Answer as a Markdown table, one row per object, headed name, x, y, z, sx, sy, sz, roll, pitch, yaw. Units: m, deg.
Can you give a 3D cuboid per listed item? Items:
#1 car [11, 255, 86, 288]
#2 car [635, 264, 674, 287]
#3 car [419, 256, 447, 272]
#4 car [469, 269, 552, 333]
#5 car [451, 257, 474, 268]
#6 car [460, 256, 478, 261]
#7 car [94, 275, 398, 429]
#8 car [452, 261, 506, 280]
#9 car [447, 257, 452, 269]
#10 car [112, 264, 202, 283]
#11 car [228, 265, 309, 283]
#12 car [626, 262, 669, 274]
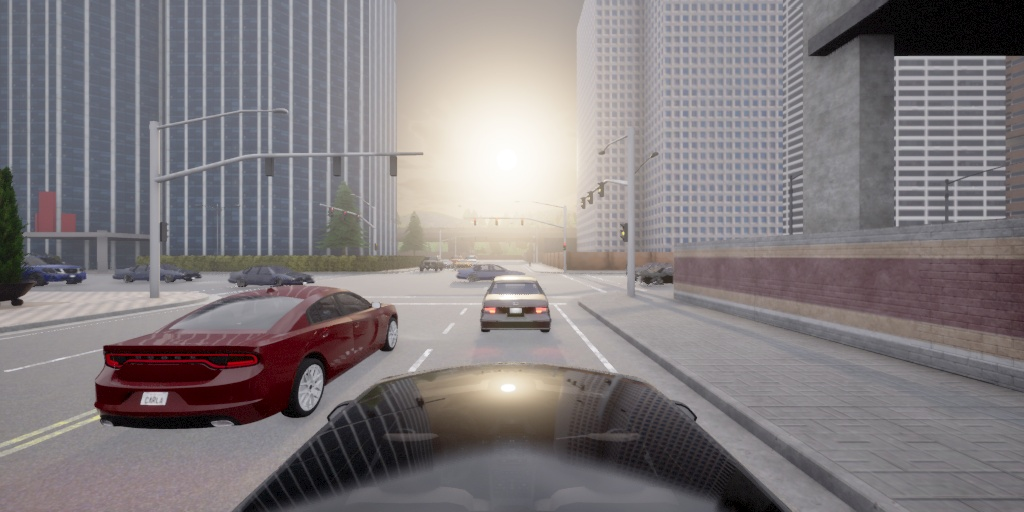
| name | x | y | z | sx | sy | sz | roll | pitch | yaw |
| --- | --- | --- | --- | --- | --- | --- | --- | --- | --- |
| car | -31.720 | 0.971 | 23.603 | 5.566 | 2.045 | 2.150 | 0 | 0 | 0 |
| car | 10.732 | 1.351 | 24.050 | 4.718 | 1.301 | 1.895 | 0 | 0 | 0 |
| car | -10.569 | 0.972 | 47.353 | 2.150 | 2.045 | 5.566 | 0 | 0 | 0 |
| car | 0.090 | 1.297 | 10.757 | 2.033 | 1.411 | 5.357 | 0 | 0 | 0 |
| car | -7.063 | 1.227 | 51.959 | 1.882 | 1.535 | 5.008 | 0 | 0 | 0 |
| car | -7.031 | 0.971 | 61.800 | 2.150 | 2.045 | 5.566 | 0 | 0 | 0 |
| car | -3.440 | 1.228 | 5.945 | 1.882 | 1.535 | 5.008 | 0 | 0 | 0 |
| car | -1.549 | 1.297 | 27.444 | 5.357 | 1.411 | 2.033 | 0 | 0 | -1 |
| car | -10.551 | 1.275 | 56.892 | 1.812 | 1.442 | 4.674 | 0 | 0 | 0 |
| car | -26.783 | 1.297 | 27.131 | 5.357 | 1.411 | 2.033 | 0 | 0 | 0 |
| car | -15.251 | 1.297 | 22.721 | 5.357 | 1.411 | 2.033 | 0 | 0 | 16 |
| car | 13.912 | 1.297 | 34.737 | 5.357 | 1.411 | 2.033 | 0 | 0 | 0 |
